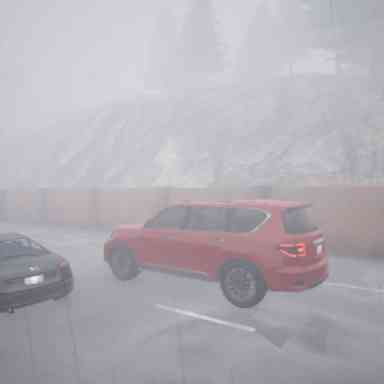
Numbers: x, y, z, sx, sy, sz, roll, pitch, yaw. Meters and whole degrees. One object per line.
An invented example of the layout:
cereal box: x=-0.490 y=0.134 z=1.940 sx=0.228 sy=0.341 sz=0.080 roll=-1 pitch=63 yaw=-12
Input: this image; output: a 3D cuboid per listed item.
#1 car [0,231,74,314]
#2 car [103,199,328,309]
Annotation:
car: x=-4.451 y=1.543 z=7.142 sx=4.181 sy=1.385 sz=1.994 roll=0 pitch=0 yaw=36
car: x=0.289 y=1.182 z=8.022 sx=5.566 sy=2.045 sz=2.150 roll=0 pitch=1 yaw=36
